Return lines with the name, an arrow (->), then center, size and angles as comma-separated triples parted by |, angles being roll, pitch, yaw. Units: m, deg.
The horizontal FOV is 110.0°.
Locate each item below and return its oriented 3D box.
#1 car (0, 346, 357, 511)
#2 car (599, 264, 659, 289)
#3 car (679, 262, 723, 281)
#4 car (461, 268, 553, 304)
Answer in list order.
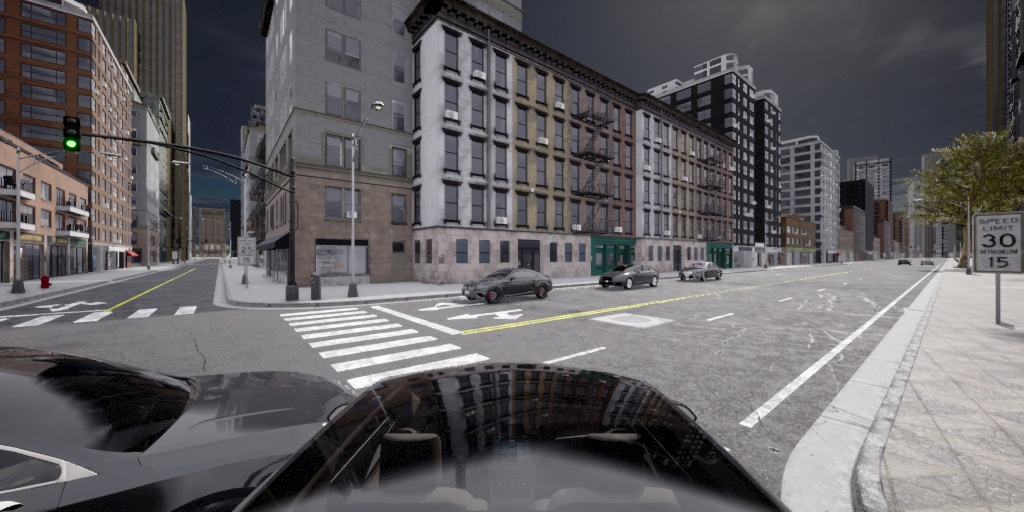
car -> -3.229, 1.257, 1.721 | 4.892, 1.490, 1.837 | 0, 0, -35
car -> 7.556, 1.258, 22.963 | 4.892, 1.490, 1.837 | 0, 0, -39
car -> 15.538, 1.235, 29.467 | 4.902, 1.511, 2.128 | 0, 0, -39
car -> -0.109, 1.286, 16.706 | 4.674, 1.442, 1.812 | 0, 0, -39
